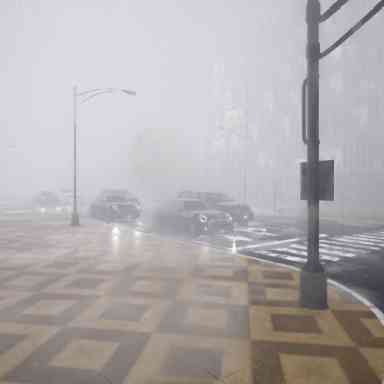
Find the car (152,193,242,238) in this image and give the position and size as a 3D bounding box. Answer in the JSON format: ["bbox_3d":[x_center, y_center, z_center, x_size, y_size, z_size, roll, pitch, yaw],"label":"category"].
[{"bbox_3d":[-0.051,1.124,16.510,2.097,1.767,4.553,0,1,-38],"label":"car"}]

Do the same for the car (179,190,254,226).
[{"bbox_3d":[1.141,0.951,20.205,2.150,2.045,5.566,0,1,-40],"label":"car"}]

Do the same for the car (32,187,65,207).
[{"bbox_3d":[-16.158,0.647,36.975,2.097,1.767,4.553,0,1,-38],"label":"car"}]

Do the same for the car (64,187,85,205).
[{"bbox_3d":[-14.854,0.472,40.586,2.150,2.045,5.566,0,2,-38],"label":"car"}]

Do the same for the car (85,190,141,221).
[{"bbox_3d":[-5.464,0.965,23.355,2.097,1.767,4.553,0,1,-38],"label":"car"}]
